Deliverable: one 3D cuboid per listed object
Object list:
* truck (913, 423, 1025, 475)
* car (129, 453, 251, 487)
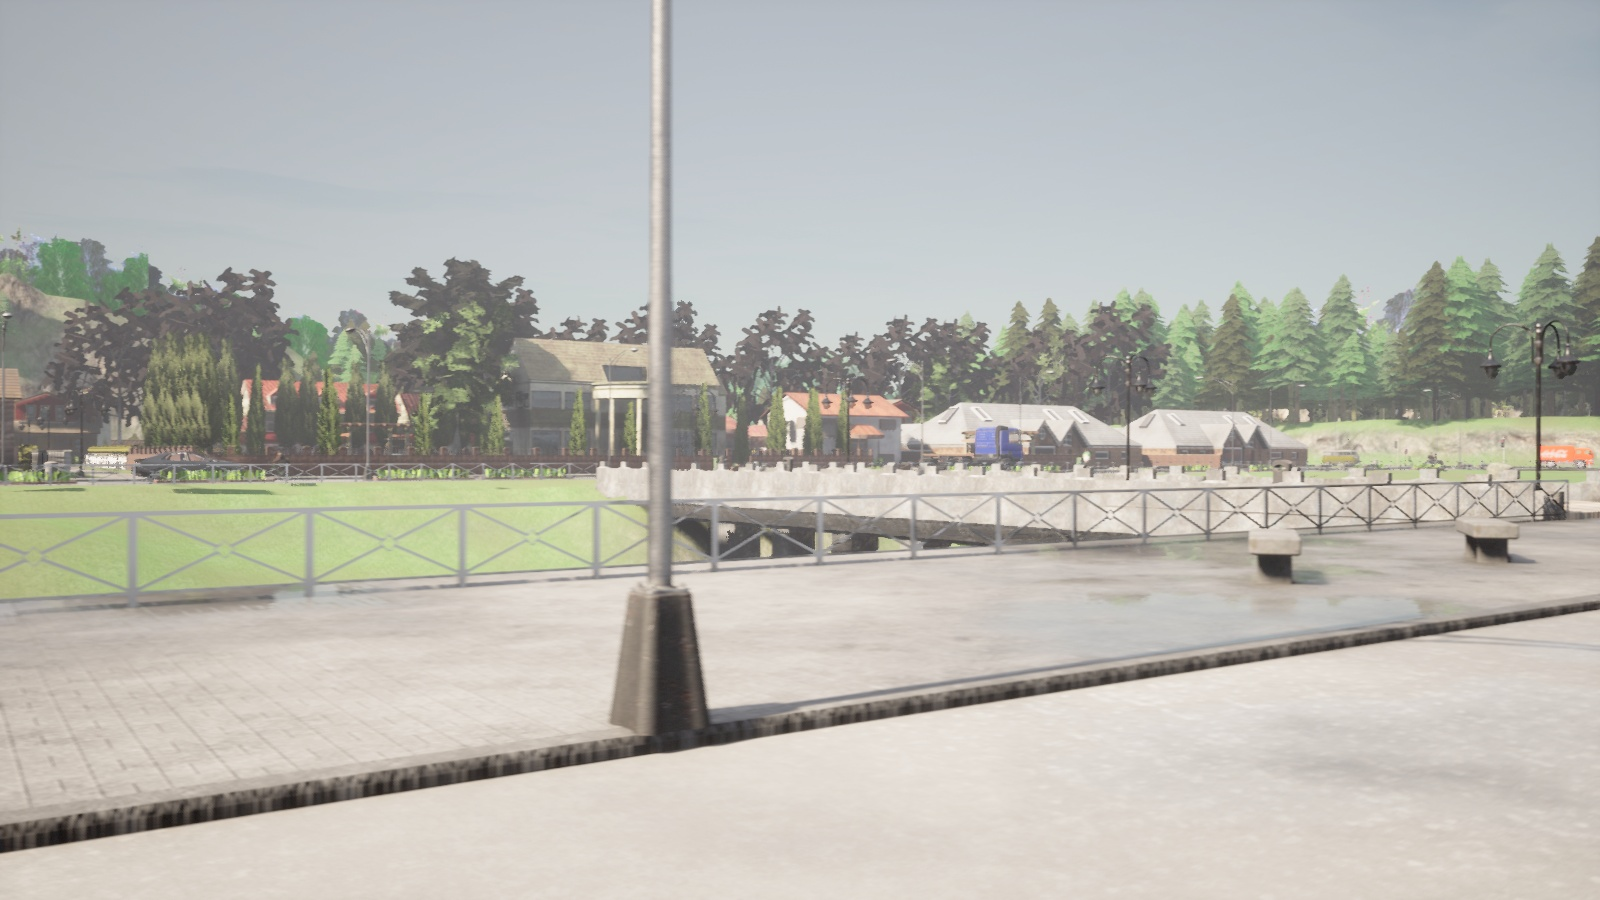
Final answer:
[{"bbox_3d":[11.848,-0.047,87.666,7.936,3.462,2.891,0,0,-35],"label":"truck"},{"bbox_3d":[-28.811,0.908,59.376,4.902,1.511,2.128,0,0,-35],"label":"car"}]
